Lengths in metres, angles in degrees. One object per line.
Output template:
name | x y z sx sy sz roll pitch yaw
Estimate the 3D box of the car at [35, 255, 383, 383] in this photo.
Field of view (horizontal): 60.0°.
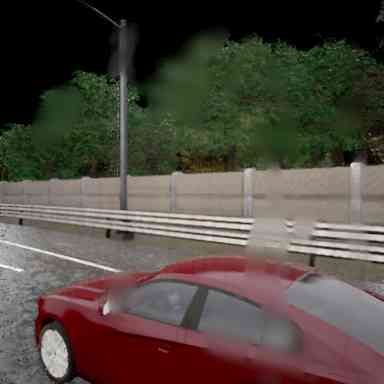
car | 0.233 1.478 3.705 5.008 1.535 1.882 0 0 36
